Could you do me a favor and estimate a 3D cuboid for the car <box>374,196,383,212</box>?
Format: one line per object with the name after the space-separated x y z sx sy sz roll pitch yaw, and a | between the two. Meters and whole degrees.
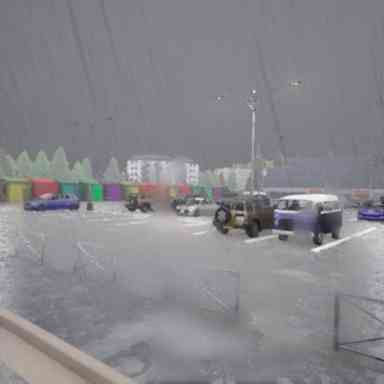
27.538 1.517 46.956 1.905 1.878 3.866 2 1 39 | car

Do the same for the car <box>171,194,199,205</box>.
-0.953 1.070 47.557 1.784 1.438 3.905 2 1 39 | car

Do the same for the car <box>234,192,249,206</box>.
10.039 1.258 61.130 1.970 1.475 3.806 2 1 39 | car

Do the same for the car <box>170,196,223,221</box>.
0.430 1.277 27.013 1.970 1.475 3.806 2 1 39 | car

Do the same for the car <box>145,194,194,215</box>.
-1.816 1.182 28.838 1.784 1.438 3.905 2 1 39 | car

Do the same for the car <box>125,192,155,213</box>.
-3.925 0.911 30.489 1.932 1.855 4.605 2 1 39 | car

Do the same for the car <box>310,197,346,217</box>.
14.424 1.540 35.102 1.970 1.475 3.806 2 1 39 | car

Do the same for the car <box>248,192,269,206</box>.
12.285 1.082 59.295 1.905 1.878 3.866 2 1 39 | car

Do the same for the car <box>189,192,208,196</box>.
1.259 0.923 45.680 1.932 1.855 4.605 2 1 39 | car
